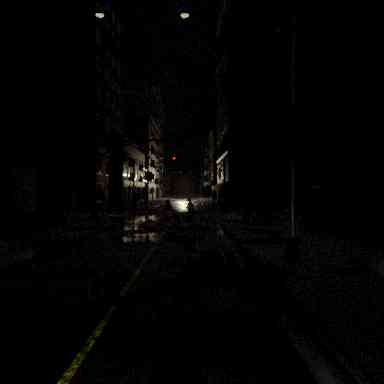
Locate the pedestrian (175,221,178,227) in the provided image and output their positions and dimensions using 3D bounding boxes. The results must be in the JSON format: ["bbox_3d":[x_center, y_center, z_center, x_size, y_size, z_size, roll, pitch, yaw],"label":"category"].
[{"bbox_3d":[-1.260,1.661,22.394,0.500,1.100,0.500,0,0,0],"label":"pedestrian"}]

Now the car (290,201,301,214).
[{"bbox_3d":[12.755,1.465,33.460,4.553,1.767,2.097,1,0,0],"label":"car"}]

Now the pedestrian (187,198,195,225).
[{"bbox_3d":[-0.059,1.280,21.796,0.375,1.860,0.375,0,0,0],"label":"pedestrian"}]

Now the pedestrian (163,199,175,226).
[{"bbox_3d":[-1.470,1.281,21.178,0.375,1.860,0.375,0,0,0],"label":"pedestrian"}]

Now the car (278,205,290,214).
[{"bbox_3d":[11.507,1.665,36.042,4.206,1.307,1.802,1,0,0],"label":"car"}]
